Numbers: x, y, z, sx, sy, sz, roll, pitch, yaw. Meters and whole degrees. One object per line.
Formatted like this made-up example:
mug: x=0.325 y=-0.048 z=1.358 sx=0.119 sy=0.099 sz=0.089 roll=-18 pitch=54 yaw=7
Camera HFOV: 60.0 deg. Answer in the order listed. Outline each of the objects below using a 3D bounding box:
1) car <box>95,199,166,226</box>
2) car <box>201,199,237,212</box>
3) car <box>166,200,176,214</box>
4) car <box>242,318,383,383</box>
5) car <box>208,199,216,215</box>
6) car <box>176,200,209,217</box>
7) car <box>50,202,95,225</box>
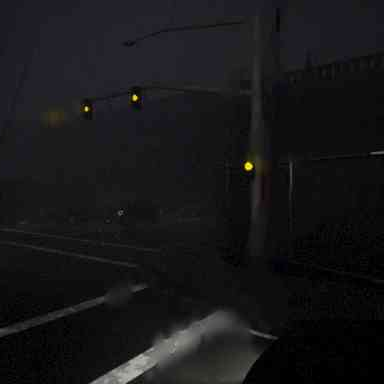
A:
car: x=-4.402 y=1.407 z=24.447 sx=2.097 sy=1.767 sz=4.553 roll=0 pitch=0 yaw=35
car: x=3.415 y=1.603 z=41.473 sx=2.033 sy=1.411 sz=5.357 roll=0 pitch=0 yaw=35
car: x=-2.680 y=1.533 z=32.909 sx=1.882 sy=1.535 sz=5.008 roll=0 pitch=0 yaw=35
car: x=2.931 y=1.547 z=1.876 sx=5.357 sy=1.411 sz=2.033 roll=0 pitch=0 yaw=36
car: x=3.888 y=1.547 z=29.722 sx=2.128 sy=1.511 sz=4.902 roll=0 pitch=0 yaw=35
car: x=0.945 y=1.533 z=31.964 sx=1.882 sy=1.535 sz=5.008 roll=0 pitch=0 yaw=35
car: x=-8.188 y=1.533 z=25.166 sx=1.882 sy=1.535 sz=5.008 roll=0 pitch=0 yaw=35
